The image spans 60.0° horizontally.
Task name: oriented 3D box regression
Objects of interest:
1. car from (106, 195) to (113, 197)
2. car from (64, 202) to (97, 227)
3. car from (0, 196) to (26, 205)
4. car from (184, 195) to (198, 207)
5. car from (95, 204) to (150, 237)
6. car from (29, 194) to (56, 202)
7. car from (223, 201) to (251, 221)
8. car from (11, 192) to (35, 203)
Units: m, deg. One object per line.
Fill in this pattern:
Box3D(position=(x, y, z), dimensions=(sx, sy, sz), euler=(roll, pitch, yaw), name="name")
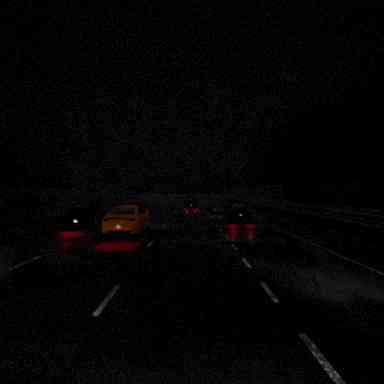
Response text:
Box3D(position=(-17.697, 1.403, 71.588), dimensions=(1.812, 1.442, 4.674), euler=(0, 0, 0), name="car")
Box3D(position=(-6.960, 1.469, 22.246), dimensions=(1.837, 1.490, 4.892), euler=(0, 0, 0), name="car")
Box3D(position=(-17.681, 1.406, 30.485), dimensions=(1.882, 1.535, 5.008), euler=(0, 0, 0), name="car")
Box3D(position=(-0.127, 1.449, 46.698), dimensions=(1.895, 1.301, 4.718), euler=(0, 0, 0), name="car")
Box3D(position=(-3.449, 1.455, 18.007), dimensions=(1.882, 1.535, 5.008), euler=(0, 0, 0), name="car")
Box3D(position=(-21.219, 1.406, 48.220), dimensions=(1.994, 1.385, 4.181), euler=(0, 0, 0), name="car")
Box3D(position=(3.529, 1.474, 26.415), dimensions=(1.812, 1.442, 4.674), euler=(0, 1, 0), name="car")
Box3D(position=(-24.718, 1.065, 48.460), dimensions=(2.150, 2.045, 5.566), euler=(0, 0, 0), name="car")
